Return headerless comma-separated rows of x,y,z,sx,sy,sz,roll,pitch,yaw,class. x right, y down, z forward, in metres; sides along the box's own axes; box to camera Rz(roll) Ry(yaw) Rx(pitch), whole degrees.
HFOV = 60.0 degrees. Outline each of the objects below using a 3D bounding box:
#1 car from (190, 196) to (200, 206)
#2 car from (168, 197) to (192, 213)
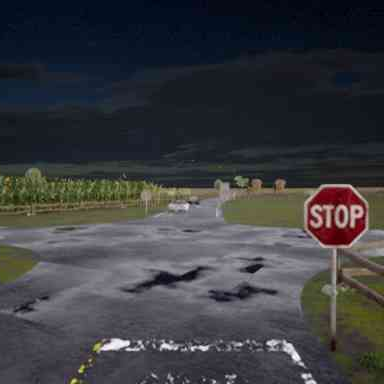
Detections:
0.295,1.389,54.393,1.882,1.535,5.008,0,0,6,car
-1.421,1.555,35.545,1.895,1.301,4.718,0,0,4,car
